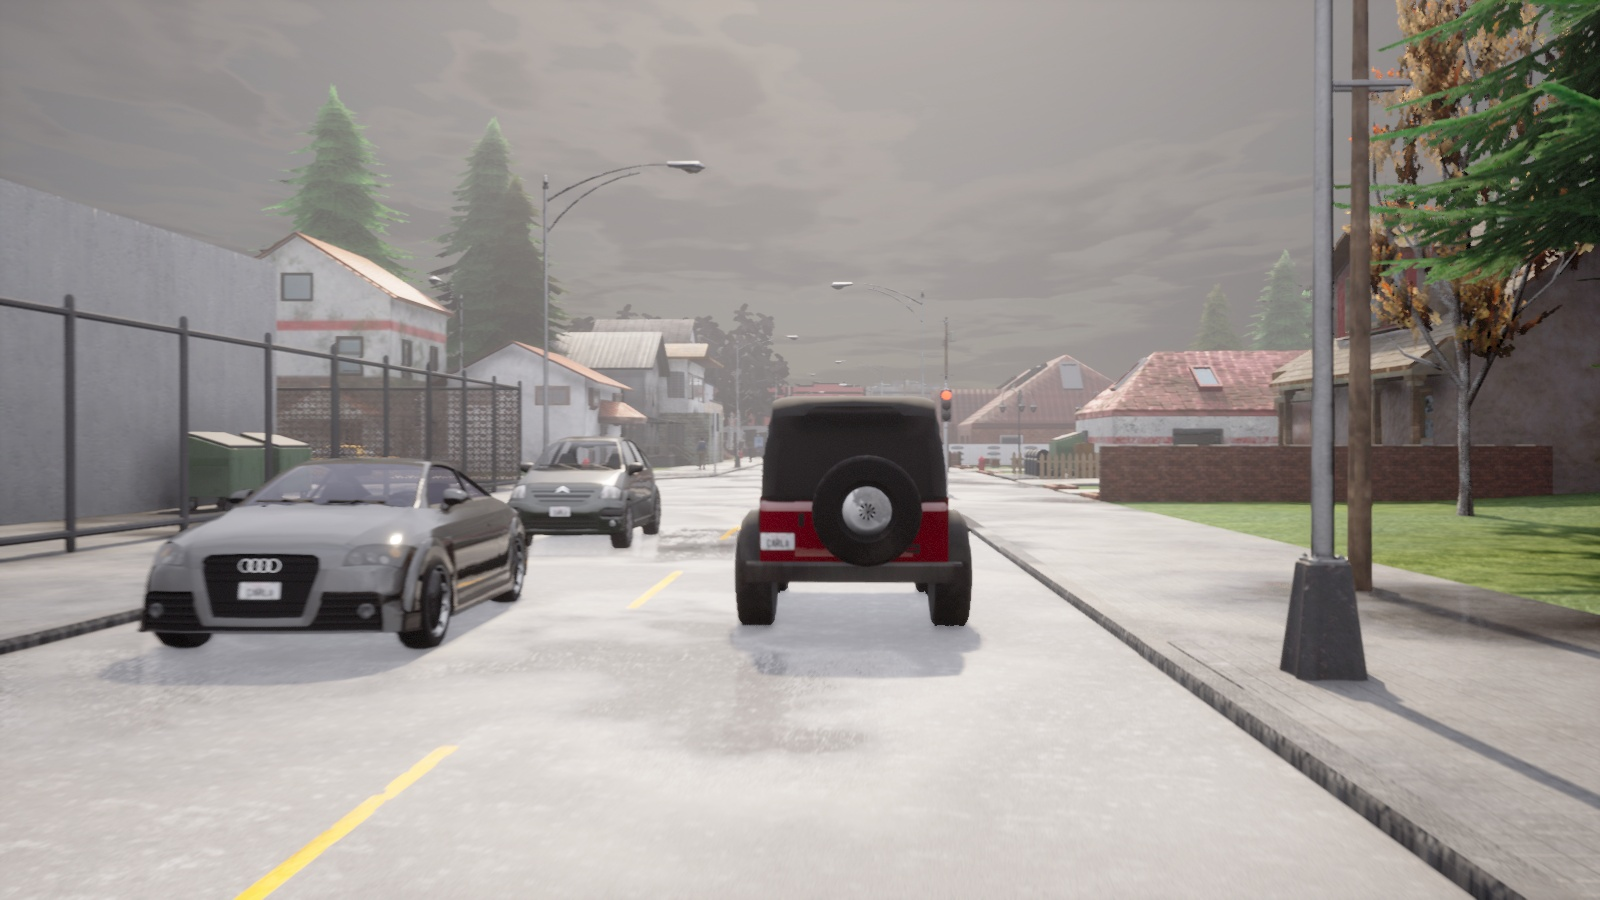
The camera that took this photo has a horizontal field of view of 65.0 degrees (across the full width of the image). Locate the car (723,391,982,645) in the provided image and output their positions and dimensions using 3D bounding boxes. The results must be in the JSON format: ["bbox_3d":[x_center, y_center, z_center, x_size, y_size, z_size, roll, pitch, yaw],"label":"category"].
[{"bbox_3d":[0.454,0.488,11.215,1.905,1.878,3.866,0,0,2],"label":"car"}]

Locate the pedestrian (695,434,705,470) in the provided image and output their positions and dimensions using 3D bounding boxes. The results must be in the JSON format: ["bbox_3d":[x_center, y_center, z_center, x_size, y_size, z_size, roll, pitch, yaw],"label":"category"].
[{"bbox_3d":[-5.416,0.114,68.020,0.423,1.949,0.788,0,0,-16],"label":"pedestrian"}]

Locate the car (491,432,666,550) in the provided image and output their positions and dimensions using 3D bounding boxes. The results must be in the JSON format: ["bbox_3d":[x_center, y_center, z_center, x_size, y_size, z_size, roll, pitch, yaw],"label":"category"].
[{"bbox_3d":[-3.254,0.546,19.200,1.851,1.617,3.988,0,0,2],"label":"car"}]

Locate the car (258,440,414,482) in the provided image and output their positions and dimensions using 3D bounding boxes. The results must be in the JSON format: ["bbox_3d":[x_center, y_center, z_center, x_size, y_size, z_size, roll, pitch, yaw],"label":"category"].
[{"bbox_3d":[-17.878,0.428,48.563,5.366,1.575,1.801,0,0,2],"label":"car"}]

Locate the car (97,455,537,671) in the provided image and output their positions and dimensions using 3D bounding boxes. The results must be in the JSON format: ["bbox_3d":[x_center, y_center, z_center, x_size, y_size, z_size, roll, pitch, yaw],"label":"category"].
[{"bbox_3d":[-3.638,0.755,10.404,1.994,1.385,4.181,0,0,1],"label":"car"}]
